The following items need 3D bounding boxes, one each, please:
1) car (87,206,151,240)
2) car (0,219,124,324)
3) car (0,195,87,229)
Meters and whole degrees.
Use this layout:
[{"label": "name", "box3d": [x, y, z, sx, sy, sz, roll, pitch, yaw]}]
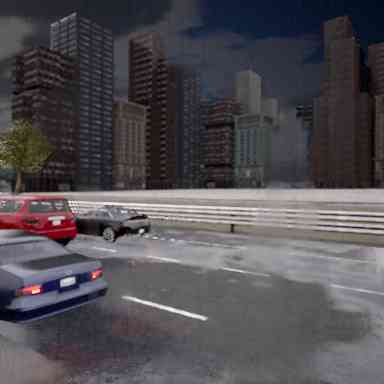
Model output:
[{"label": "car", "box3d": [-4.109, 1.425, 15.522, 4.902, 1.511, 2.128, 0, 0, 36]}, {"label": "car", "box3d": [-4.090, 1.510, 6.914, 5.357, 1.411, 2.033, 0, 0, 35]}, {"label": "car", "box3d": [-6.932, 1.149, 13.238, 5.566, 2.045, 2.150, 0, 0, 36]}]
